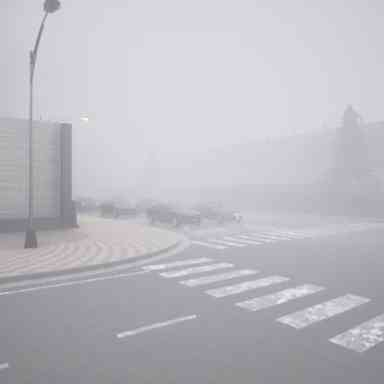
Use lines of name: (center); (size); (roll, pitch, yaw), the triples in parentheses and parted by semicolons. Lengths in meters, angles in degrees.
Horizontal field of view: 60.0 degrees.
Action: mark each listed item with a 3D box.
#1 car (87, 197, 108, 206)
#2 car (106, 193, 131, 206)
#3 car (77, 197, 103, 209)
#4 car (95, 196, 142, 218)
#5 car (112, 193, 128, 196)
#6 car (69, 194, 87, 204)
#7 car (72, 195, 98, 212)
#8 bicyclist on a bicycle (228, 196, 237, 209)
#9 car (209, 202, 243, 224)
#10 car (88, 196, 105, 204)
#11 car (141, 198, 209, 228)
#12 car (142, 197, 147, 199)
car: (-15.782, 1.580, 55.167); (1.895, 1.301, 4.718); (0, 0, -36)
car: (-12.506, 1.206, 56.431); (2.150, 2.045, 5.566); (0, 0, -36)
car: (-14.524, 1.463, 47.065); (2.128, 1.511, 4.902); (0, 0, -35)
car: (-6.734, 1.443, 30.099); (1.882, 1.535, 5.008); (0, 0, -35)
car: (-8.832, 1.324, 39.064); (2.097, 1.767, 4.553); (0, 0, -35)
car: (-21.741, 1.331, 63.393); (2.097, 1.767, 4.553); (0, 0, -36)
car: (-12.101, 1.318, 37.629); (2.097, 1.767, 4.553); (0, 0, -36)
bicyclist on a bicycle: (4.697, 1.292, 39.014); (1.656, 1.620, 0.582); (0, 0, -36)
car: (1.647, 1.464, 24.379); (2.128, 1.511, 4.902); (0, 0, -36)
car: (-18.708, 1.511, 65.119); (1.812, 1.442, 4.674); (0, 0, -36)
car: (-1.288, 1.443, 22.469); (1.882, 1.535, 5.008); (0, 0, -36)
car: (-3.702, 1.324, 31.875); (2.097, 1.767, 4.553); (0, 0, -36)
